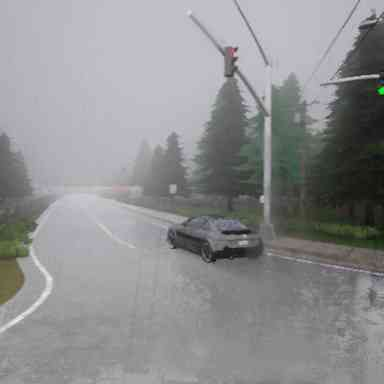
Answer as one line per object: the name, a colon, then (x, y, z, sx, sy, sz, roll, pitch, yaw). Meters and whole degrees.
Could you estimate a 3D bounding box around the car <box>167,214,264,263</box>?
car: (0.660, 1.484, 11.815, 1.994, 1.385, 4.181, 0, 0, -26)
